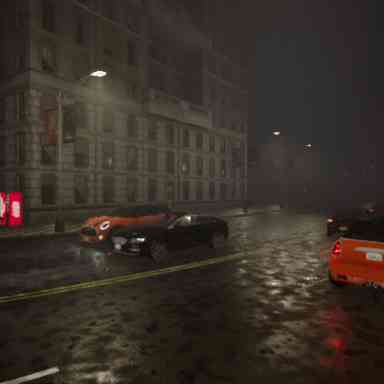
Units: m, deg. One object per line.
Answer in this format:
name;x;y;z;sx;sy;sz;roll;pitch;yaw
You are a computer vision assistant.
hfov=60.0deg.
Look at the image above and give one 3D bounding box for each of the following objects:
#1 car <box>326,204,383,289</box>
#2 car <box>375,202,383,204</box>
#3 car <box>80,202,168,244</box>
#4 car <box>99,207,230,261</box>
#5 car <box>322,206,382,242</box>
car;5.271;1.349;8.313;4.553;1.767;2.097;0;0;-44
car;14.908;1.513;25.738;1.812;1.442;4.674;0;0;37
car;-2.724;1.339;15.190;2.097;1.767;4.553;0;0;45
car;-0.619;1.482;12.350;4.902;1.511;2.128;0;0;-44
car;8.321;1.517;17.080;1.812;1.442;4.674;0;0;38
